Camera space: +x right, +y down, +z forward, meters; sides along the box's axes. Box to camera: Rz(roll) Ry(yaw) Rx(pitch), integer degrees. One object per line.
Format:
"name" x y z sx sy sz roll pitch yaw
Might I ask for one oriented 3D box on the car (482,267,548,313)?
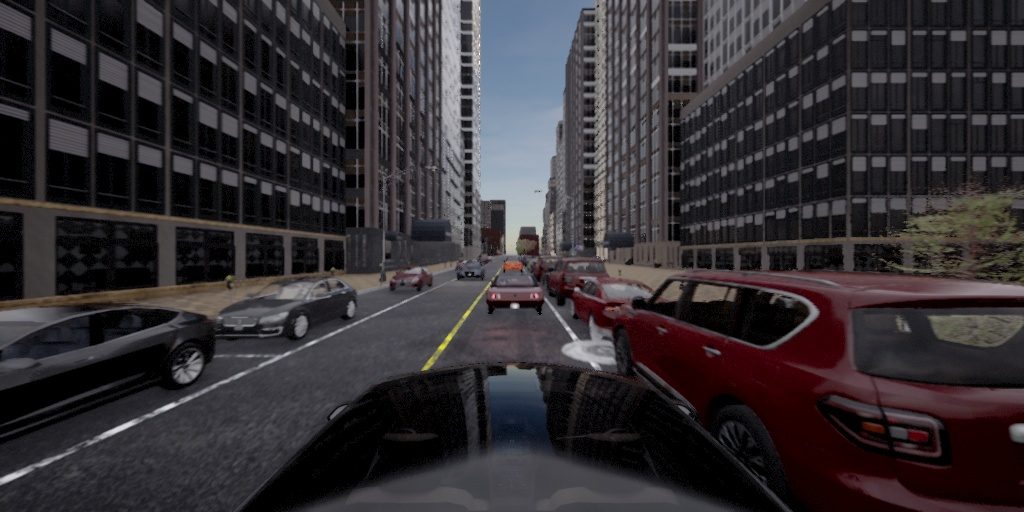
"car" 0.099 1.281 13.497 1.895 1.301 4.718 0 0 0

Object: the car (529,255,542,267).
"car" 2.690 0.918 26.266 2.192 1.841 5.009 0 0 0

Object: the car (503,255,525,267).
"car" 0.097 0.873 39.874 2.097 1.767 4.553 0 0 0

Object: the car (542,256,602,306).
"car" 2.690 0.984 15.188 2.192 1.841 5.009 0 0 0

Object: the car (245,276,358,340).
"car" -5.690 1.253 9.646 2.007 1.370 4.403 0 0 0

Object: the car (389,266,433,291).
"car" -5.690 1.218 20.725 1.802 1.307 4.207 0 0 0

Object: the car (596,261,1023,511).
"car" 2.691 1.051 4.108 2.192 1.841 5.009 0 0 0

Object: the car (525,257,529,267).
"car" 2.689 1.087 37.344 2.007 1.370 4.403 0 0 0

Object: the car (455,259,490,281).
"car" -3.094 1.155 28.145 1.994 1.385 4.181 0 0 0

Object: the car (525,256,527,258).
"car" 2.689 1.028 43.053 1.751 1.417 4.829 0 0 0

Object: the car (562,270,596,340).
"car" 2.690 1.248 9.648 1.888 1.381 4.507 0 0 0

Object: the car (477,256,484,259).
"car" -5.693 1.017 53.961 1.802 1.307 4.207 0 0 0

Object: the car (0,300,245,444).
"car" -5.690 1.301 4.107 1.948 1.339 4.313 0 0 0

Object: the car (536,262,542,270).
"car" 2.690 1.202 20.727 1.948 1.339 4.313 0 0 0
